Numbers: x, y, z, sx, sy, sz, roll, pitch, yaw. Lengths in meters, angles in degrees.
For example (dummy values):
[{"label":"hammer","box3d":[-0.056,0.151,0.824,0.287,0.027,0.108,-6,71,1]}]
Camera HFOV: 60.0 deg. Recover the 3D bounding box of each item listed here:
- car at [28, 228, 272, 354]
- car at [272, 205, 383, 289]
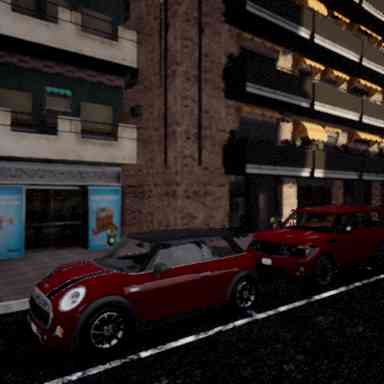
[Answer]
[{"label":"car","box3d":[-0.719,1.459,6.087,4.097,1.590,1.967,0,0,-37]},{"label":"car","box3d":[3.806,1.336,9.447,5.009,1.841,2.192,0,0,-37]}]
